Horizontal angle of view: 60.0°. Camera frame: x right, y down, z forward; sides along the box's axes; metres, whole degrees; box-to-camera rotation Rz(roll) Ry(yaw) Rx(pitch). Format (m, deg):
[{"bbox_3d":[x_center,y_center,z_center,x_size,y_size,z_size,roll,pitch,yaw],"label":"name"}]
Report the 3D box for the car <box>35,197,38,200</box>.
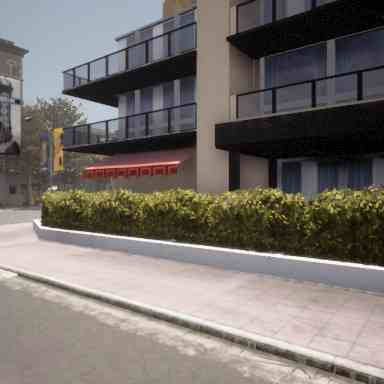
[{"bbox_3d":[-34.518,1.480,68.376,4.892,1.521,2.231,0,0,37],"label":"car"}]
